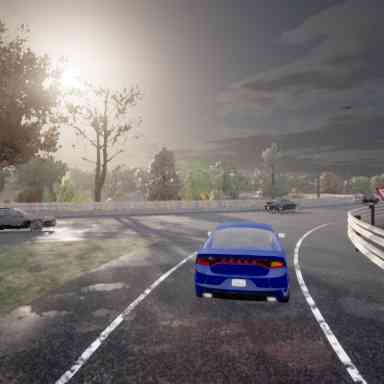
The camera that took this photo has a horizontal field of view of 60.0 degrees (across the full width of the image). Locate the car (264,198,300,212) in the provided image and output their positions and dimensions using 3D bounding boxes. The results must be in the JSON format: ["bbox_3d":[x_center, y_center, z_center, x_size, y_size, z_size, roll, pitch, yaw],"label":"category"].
[{"bbox_3d":[10.438,1.488,38.486,4.892,1.490,1.837,0,0,-37],"label":"car"}]

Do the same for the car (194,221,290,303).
[{"bbox_3d":[1.322,1.477,8.385,1.882,1.535,5.008,0,0,11],"label":"car"}]

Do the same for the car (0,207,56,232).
[{"bbox_3d":[-10.598,1.540,18.855,5.357,1.411,2.033,0,0,-22],"label":"car"}]

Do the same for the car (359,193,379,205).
[{"bbox_3d":[32.132,1.201,59.798,2.150,2.045,5.566,0,0,37],"label":"car"}]
